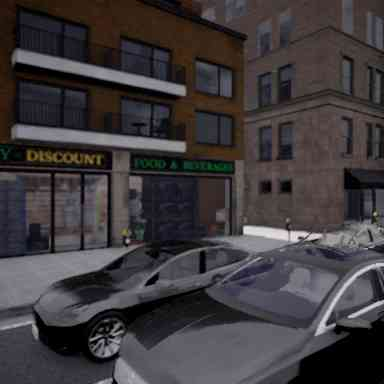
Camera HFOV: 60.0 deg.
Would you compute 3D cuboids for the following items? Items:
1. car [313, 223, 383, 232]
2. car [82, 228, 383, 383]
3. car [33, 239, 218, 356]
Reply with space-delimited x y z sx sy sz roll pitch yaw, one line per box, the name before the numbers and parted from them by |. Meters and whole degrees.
car | 4.112 1.567 9.067 4.403 1.369 2.008 0 0 -35
car | 1.471 1.498 4.104 4.902 1.511 2.128 0 0 -35
car | -0.400 1.571 5.890 4.313 1.339 1.947 0 0 -35
